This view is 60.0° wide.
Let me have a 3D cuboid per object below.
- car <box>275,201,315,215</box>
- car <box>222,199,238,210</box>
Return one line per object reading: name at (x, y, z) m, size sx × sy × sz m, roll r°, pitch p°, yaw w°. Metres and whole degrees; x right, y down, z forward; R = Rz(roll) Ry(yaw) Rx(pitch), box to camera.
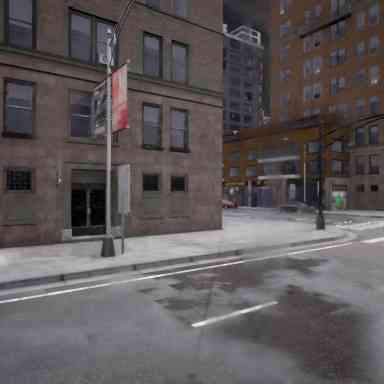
car at (10.593, 1.580, 34.298) m, size 1.947 × 1.339 × 4.313 m, roll 0°, pitch 0°, yaw -35°
car at (4.238, 1.594, 43.304) m, size 1.802 × 1.307 × 4.206 m, roll 0°, pitch 0°, yaw -35°
